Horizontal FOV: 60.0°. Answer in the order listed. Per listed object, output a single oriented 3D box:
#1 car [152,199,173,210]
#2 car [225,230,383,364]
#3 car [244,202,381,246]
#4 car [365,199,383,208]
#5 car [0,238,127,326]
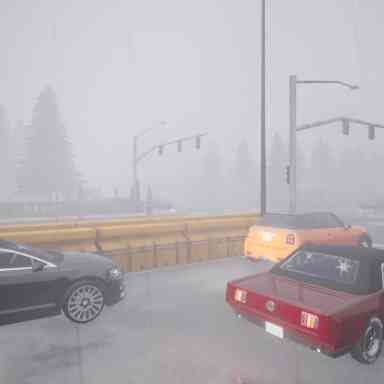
[{"bbox_3d":[-4.243,1.564,43.989,1.994,1.385,4.181,0,0,-36],"label":"car"},{"bbox_3d":[2.937,1.601,5.848,4.718,1.301,1.895,0,0,-36],"label":"car"},{"bbox_3d":[3.885,1.352,10.829,4.553,1.767,2.097,0,0,-36],"label":"car"},{"bbox_3d":[23.425,1.548,42.416,5.357,1.411,2.033,0,0,-33],"label":"car"},{"bbox_3d":[-3.528,1.492,5.522,4.902,1.511,2.128,0,0,-36],"label":"car"}]
